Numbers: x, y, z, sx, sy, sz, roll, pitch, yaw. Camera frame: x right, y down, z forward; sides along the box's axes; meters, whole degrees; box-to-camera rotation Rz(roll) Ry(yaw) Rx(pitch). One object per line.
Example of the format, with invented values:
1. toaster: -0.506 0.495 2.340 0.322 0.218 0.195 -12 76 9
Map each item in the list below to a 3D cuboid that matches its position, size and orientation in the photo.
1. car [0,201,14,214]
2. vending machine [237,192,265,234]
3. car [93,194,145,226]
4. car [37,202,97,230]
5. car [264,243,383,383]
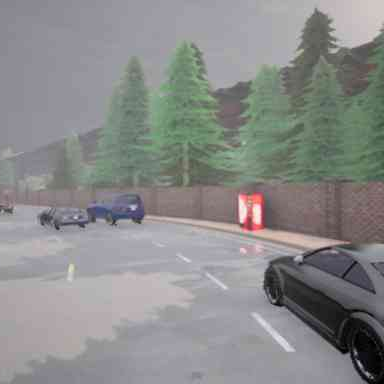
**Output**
1. car: -20.115 1.605 34.483 1.895 1.301 4.718 -1 0 -42
2. vending machine: 3.095 1.068 17.508 1.100 2.100 0.880 -1 0 -26
3. car: -5.373 1.145 23.116 2.150 2.045 5.566 -1 0 -38
4. car: -8.219 1.511 21.053 2.033 1.411 5.357 -1 0 -38
5. car: 2.700 1.508 5.339 1.994 1.385 4.181 -1 0 -9
